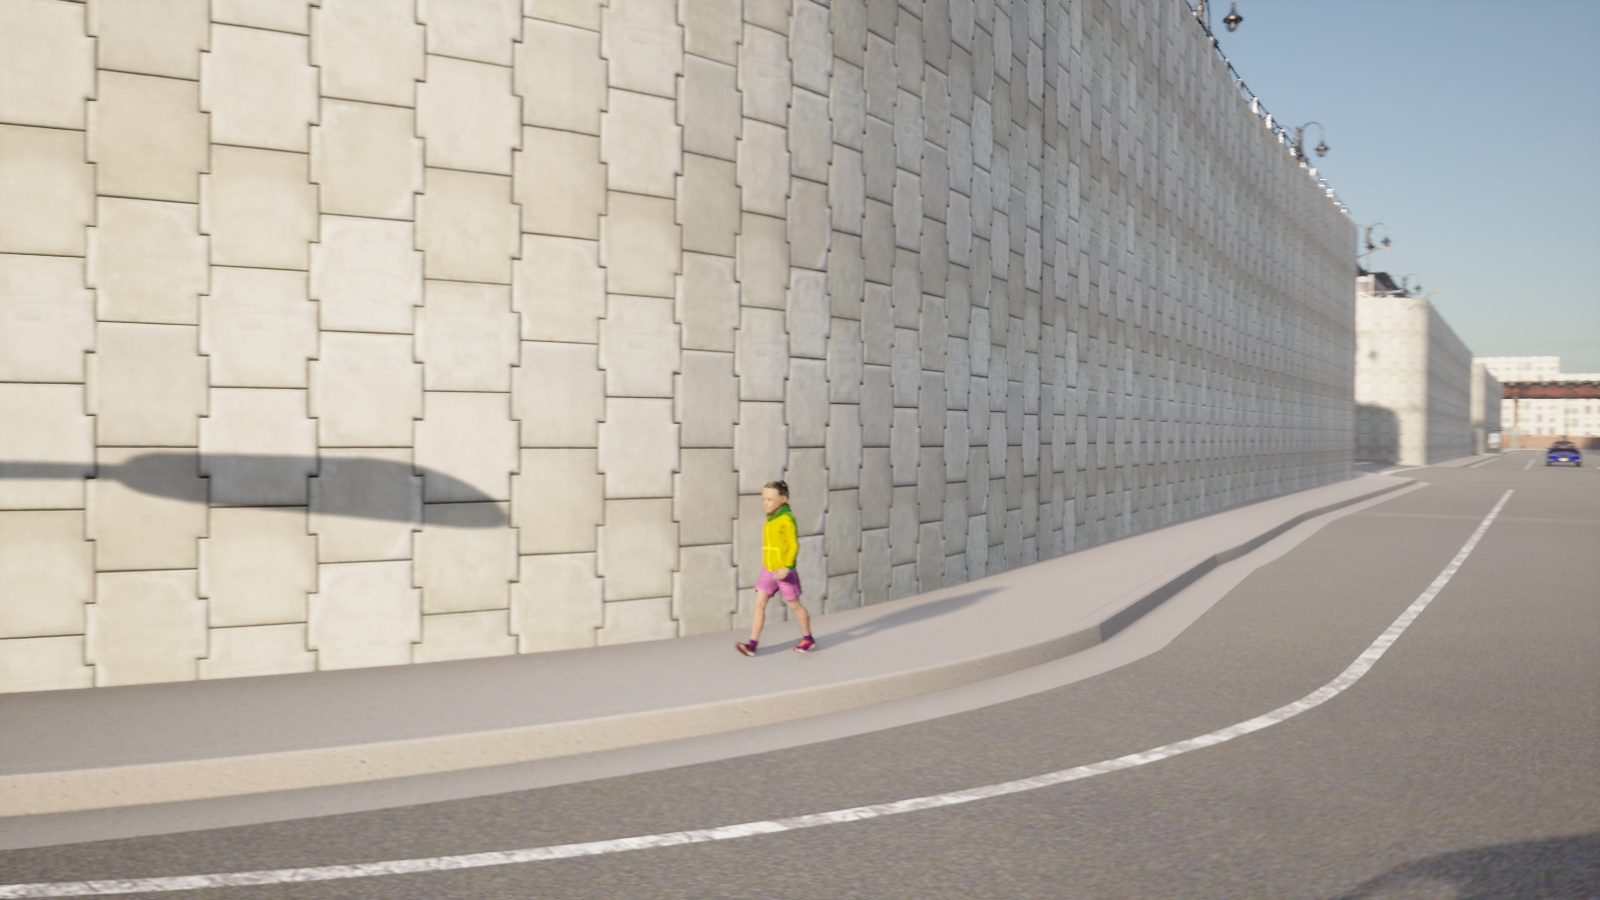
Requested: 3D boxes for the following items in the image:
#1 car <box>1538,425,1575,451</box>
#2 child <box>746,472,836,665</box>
[{"bbox_3d":[44.749,-0.730,74.340,1.816,1.474,4.193,0,1,30],"label":"car"},{"bbox_3d":[-0.054,0.725,7.914,0.473,1.160,0.299,-1,1,-40],"label":"child"}]
